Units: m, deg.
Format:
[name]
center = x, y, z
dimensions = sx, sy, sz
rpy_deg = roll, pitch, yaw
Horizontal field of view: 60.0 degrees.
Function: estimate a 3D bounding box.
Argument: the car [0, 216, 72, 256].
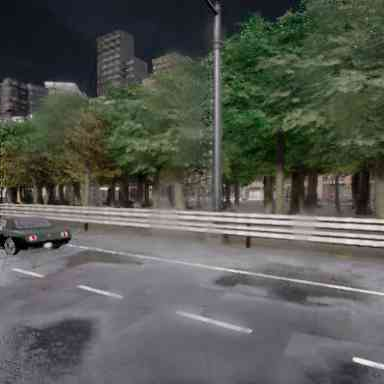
[car]
center = -6.919, 1.602, 13.099
dimensions = 4.718, 1.301, 1.895
rpy_deg = 0, 0, 35
